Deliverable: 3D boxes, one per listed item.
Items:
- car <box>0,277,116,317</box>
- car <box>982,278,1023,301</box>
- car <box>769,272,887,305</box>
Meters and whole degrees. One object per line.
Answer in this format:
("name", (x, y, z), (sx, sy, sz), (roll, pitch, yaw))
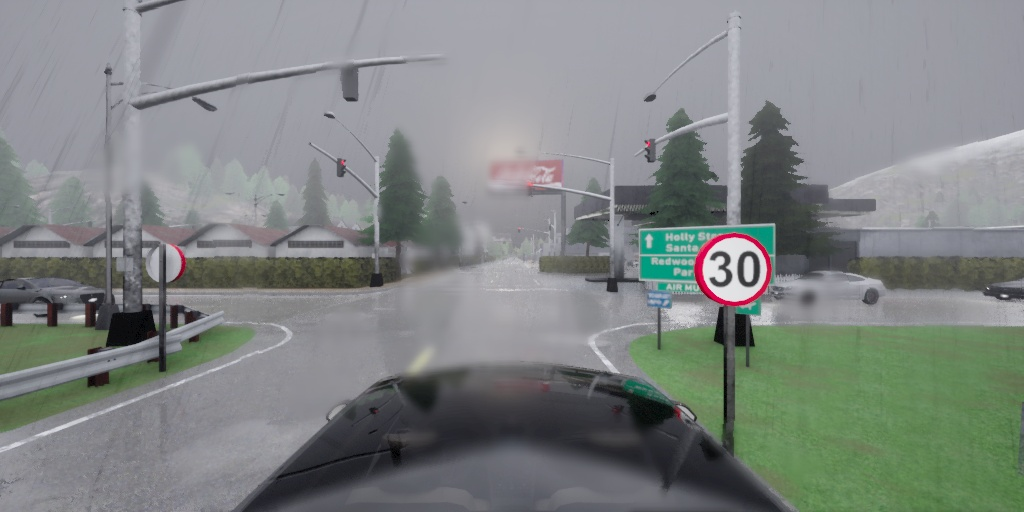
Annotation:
("car", (-18.055, 1.505, 13.768), (4.181, 1.385, 1.994), (0, 0, 1))
("car", (25.797, 1.489, 16.803), (5.357, 1.411, 2.033), (0, 0, 1))
("car", (14.854, 1.467, 16.948), (4.674, 1.442, 1.812), (0, 0, 0))
